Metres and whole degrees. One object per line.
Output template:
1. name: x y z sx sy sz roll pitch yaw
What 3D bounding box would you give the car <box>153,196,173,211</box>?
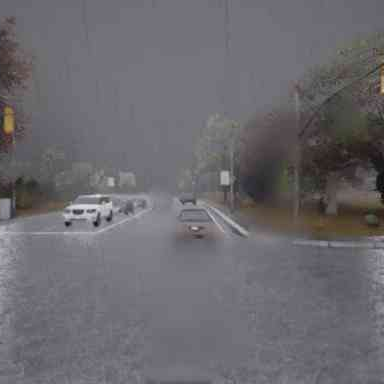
1. car: -3.456 1.514 39.592 1.994 1.385 4.181 0 0 -1

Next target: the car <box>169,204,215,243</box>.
1. car: 0.109 1.537 16.115 2.033 1.411 5.357 0 0 0

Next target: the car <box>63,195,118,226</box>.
1. car: -7.083 1.207 23.374 2.150 2.045 5.566 0 0 0

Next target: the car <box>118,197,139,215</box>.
1. car: -7.039 1.461 33.545 2.128 1.511 4.902 0 0 0

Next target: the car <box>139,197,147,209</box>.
1. car: -7.104 1.422 43.933 2.128 1.511 4.902 0 0 -1

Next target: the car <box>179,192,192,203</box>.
1. car: -1.306 1.008 65.336 2.150 2.045 5.566 0 0 -7

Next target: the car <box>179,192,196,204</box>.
1. car: -0.504 1.084 55.000 2.150 2.045 5.566 0 0 -4
